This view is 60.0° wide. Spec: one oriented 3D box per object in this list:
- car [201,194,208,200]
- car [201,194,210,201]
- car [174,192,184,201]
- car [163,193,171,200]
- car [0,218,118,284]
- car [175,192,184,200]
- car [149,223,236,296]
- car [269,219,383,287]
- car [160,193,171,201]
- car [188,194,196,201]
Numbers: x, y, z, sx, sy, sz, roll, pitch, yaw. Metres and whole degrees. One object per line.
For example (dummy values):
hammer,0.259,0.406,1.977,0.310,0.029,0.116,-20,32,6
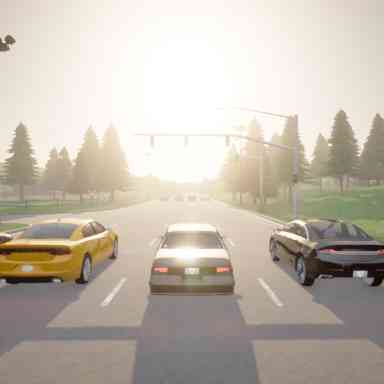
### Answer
car,3.490,1.357,93.934,1.812,1.442,4.674,0,0,0
car,3.491,1.517,83.931,1.812,1.442,4.674,0,0,0
car,-3.509,1.469,83.514,1.882,1.535,5.008,0,0,0
car,-7.010,1.188,93.903,2.097,1.767,4.553,0,0,0
car,-3.488,1.478,9.583,1.882,1.535,5.008,0,0,1
car,-3.510,1.058,93.964,2.150,2.045,5.566,0,0,0
car,0.004,1.547,8.830,2.033,1.411,5.357,0,0,0
car,3.511,1.492,9.349,2.128,1.511,4.902,0,0,0
car,-7.009,1.492,83.513,1.837,1.490,4.892,0,0,0
car,-0.009,1.346,83.867,2.097,1.767,4.553,0,0,0
